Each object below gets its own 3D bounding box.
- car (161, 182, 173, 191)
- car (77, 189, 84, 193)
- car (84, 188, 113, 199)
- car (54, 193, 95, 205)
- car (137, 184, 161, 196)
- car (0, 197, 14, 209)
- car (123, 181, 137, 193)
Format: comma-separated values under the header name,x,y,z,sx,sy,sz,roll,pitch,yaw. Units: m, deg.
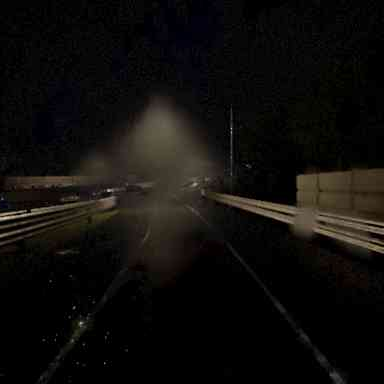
name,x,y,z,sx,sy,sz,roll,pitch,yaw
car,-6.773,-1.155,79.898,1.837,1.490,4.892,1,3,13
car,-16.605,0.219,53.446,1.837,1.490,4.892,1,3,13
car,-13.747,0.234,50.289,2.097,1.767,4.553,1,3,13
car,-13.202,1.161,37.164,1.895,1.301,4.718,1,3,13
car,-7.763,-0.165,60.476,1.882,1.535,5.008,1,3,13
car,-20.949,1.028,34.713,2.097,1.767,4.553,1,3,13
car,-12.402,-0.854,71.280,2.097,1.767,4.553,1,3,13
